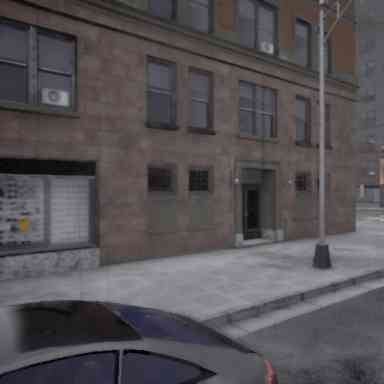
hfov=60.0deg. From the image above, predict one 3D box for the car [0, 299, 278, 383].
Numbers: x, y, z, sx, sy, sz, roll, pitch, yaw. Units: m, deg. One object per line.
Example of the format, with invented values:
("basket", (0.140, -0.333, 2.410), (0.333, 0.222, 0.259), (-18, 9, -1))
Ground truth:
("car", (-1.312, 1.564, 2.132), (4.181, 1.385, 1.994), (0, 0, -35))
